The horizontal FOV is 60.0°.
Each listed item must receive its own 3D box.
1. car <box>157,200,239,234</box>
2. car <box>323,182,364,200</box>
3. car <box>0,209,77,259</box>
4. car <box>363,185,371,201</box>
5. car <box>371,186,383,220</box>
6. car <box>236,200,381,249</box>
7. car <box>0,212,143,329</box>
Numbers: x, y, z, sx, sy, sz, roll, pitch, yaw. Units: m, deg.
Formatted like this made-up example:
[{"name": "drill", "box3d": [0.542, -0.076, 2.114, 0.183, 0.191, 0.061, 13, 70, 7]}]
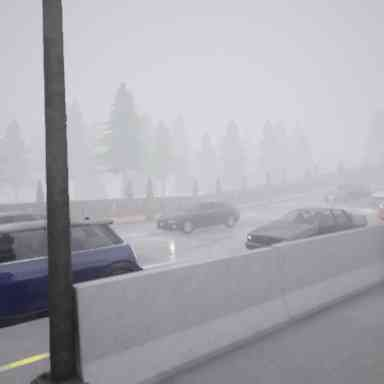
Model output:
[{"name": "car", "box3d": [0.432, 1.223, 17.607, 4.892, 1.490, 1.837, -3, 2, -37]}, {"name": "car", "box3d": [12.540, 0.038, 26.882, 4.902, 1.511, 2.128, -8, 5, -37]}, {"name": "car", "box3d": [-6.913, 1.518, 11.951, 4.892, 1.490, 1.837, -2, 1, -38]}, {"name": "car", "box3d": [14.496, 0.130, 23.866, 4.674, 1.442, 1.812, -8, 4, -37]}, {"name": "car", "box3d": [11.669, 0.485, 17.409, 4.553, 1.767, 2.097, -6, 3, -37]}, {"name": "car", "box3d": [4.288, 1.260, 11.745, 5.357, 1.411, 2.033, -3, 2, -38]}, {"name": "car", "box3d": [-3.227, 1.353, 5.953, 4.553, 1.767, 2.097, -2, 1, -38]}]
